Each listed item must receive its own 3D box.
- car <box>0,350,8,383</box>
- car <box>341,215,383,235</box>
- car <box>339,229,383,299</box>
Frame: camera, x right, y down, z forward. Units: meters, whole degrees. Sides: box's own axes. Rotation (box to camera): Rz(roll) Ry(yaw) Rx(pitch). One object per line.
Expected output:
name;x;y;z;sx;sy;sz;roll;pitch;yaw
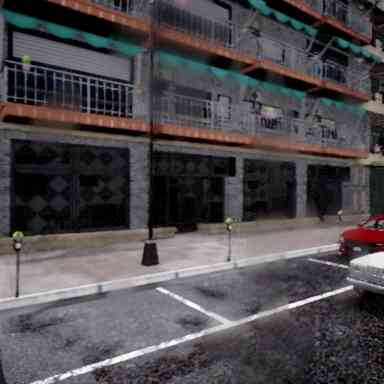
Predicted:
car;-3.239;1.595;1.120;4.718;1.301;1.895;0;0;-35
car;6.805;1.462;11.268;4.507;1.381;1.887;0;1;-35
car;5.382;1.547;7.128;4.718;1.301;1.895;0;0;-35
